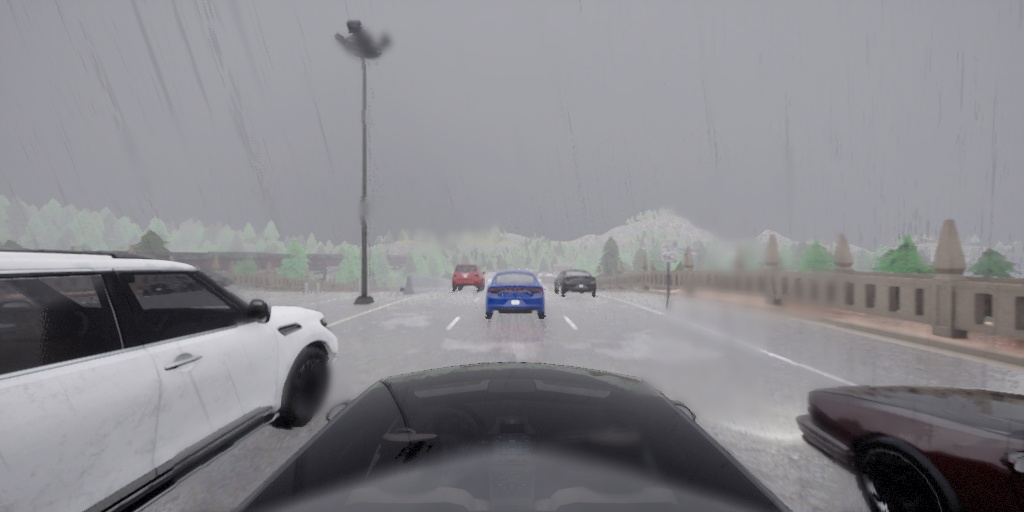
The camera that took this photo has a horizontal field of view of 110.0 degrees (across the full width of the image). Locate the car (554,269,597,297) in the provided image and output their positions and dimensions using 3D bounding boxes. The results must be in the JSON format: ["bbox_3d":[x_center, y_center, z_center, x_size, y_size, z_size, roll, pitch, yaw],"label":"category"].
[{"bbox_3d":[3.603,1.542,21.114,1.882,1.535,5.008,0,-3,0],"label":"car"}]

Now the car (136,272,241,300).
[{"bbox_3d":[-17.586,1.565,19.850,1.994,1.385,4.181,0,-3,0],"label":"car"}]

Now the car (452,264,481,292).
[{"bbox_3d":[-3.396,1.791,28.653,2.150,2.045,5.566,0,-5,0],"label":"car"}]

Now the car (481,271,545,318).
[{"bbox_3d":[0.102,1.263,13.036,1.882,1.535,5.008,0,-1,0],"label":"car"}]

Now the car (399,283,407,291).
[{"bbox_3d":[-14.021,4.470,49.363,1.837,1.490,4.892,0,-8,1],"label":"car"}]

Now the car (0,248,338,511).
[{"bbox_3d":[-3.411,0.971,2.481,2.150,2.045,5.566,0,0,0],"label":"car"}]

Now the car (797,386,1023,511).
[{"bbox_3d":[3.601,1.298,0.860,2.033,1.411,5.357,0,0,0],"label":"car"}]
